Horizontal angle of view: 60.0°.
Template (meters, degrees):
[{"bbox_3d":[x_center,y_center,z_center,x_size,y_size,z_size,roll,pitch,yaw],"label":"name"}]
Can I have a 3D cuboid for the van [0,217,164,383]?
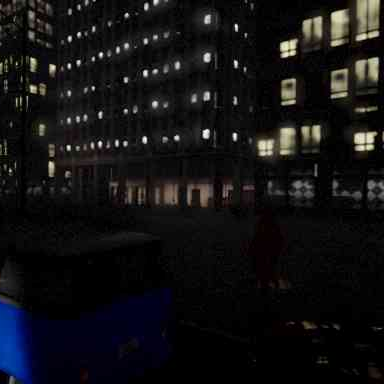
[{"bbox_3d":[-2.139,1.295,4.393,3.998,1.788,1.690,1,1,36],"label":"van"}]

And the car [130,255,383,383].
[{"bbox_3d":[2.360,1.330,1.184,5.009,1.841,2.192,1,1,35],"label":"car"}]
